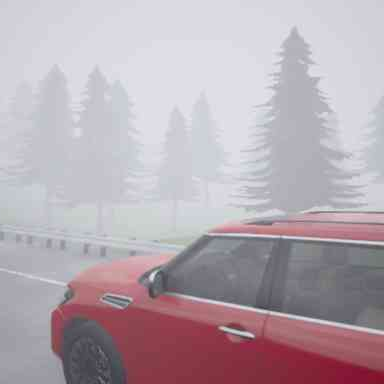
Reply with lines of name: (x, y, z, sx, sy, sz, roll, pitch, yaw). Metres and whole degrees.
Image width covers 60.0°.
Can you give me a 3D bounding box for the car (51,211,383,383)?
car: (1.003, 1.214, 3.190, 5.566, 2.045, 2.150, 0, 0, 35)
